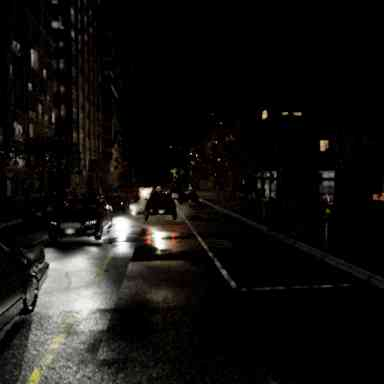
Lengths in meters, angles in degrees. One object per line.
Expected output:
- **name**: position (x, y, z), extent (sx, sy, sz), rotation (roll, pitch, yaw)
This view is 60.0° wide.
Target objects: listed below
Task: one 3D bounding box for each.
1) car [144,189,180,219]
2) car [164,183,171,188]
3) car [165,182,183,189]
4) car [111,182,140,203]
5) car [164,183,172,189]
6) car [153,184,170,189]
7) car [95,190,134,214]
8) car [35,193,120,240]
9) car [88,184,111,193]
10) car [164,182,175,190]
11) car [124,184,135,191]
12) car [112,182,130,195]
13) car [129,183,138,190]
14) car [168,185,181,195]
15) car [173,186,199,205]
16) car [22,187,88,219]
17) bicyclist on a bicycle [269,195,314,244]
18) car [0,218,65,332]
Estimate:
- **car**: position (-1.926, 0.795, 20.344), extent (1.812, 1.442, 4.674), rotation (0, 2, -6)
- **car**: position (-6.893, -1.739, 91.778), extent (1.802, 1.307, 4.206), rotation (-1, 2, -6)
- **car**: position (-2.246, -0.417, 47.765), extent (2.192, 1.841, 5.009), rotation (-1, 2, -6)
- **car**: position (-6.578, 0.002, 34.310), extent (2.150, 2.045, 5.566), rotation (0, 2, -5)
- **car**: position (-6.312, -1.556, 86.277), extent (1.947, 1.339, 4.313), rotation (-1, 2, -6)
- **car**: position (-4.272, 0.026, 42.285), extent (2.033, 1.411, 5.357), rotation (0, 2, -6)
- **car**: position (-5.522, 0.757, 23.913), extent (1.895, 1.301, 4.718), rotation (0, 2, -6)
- **car**: position (-4.473, 1.007, 13.919), extent (2.128, 1.511, 4.902), rotation (0, 2, -6)
- **car**: position (-8.768, 0.401, 29.675), extent (1.967, 1.590, 4.097), rotation (-1, 2, -6)
- **car**: position (-5.154, -1.410, 75.267), extent (2.192, 1.841, 5.009), rotation (-1, 2, -6)
- **car**: position (-12.902, -0.911, 68.908), extent (1.887, 1.381, 4.507), rotation (-1, 2, -6)
- **car**: position (-11.162, -0.545, 52.397), extent (2.192, 1.841, 5.009), rotation (-1, 2, -6)
- **car**: position (-14.048, -1.321, 79.739), extent (1.752, 1.417, 4.829), rotation (-1, 2, -6)
- **car**: position (-2.841, -0.411, 53.443), extent (1.752, 1.417, 4.829), rotation (-1, 2, -6)
- **car**: position (-0.407, 0.440, 30.544), extent (2.008, 1.369, 4.403), rotation (-1, 2, -6)
- **car**: position (-7.697, 0.673, 18.660), extent (2.192, 1.841, 5.009), rotation (-1, 2, -6)
- **bicyclist on a bicycle**: position (3.383, 0.915, 11.541), extent (1.656, 1.620, 0.582), rotation (-9, 3, -6)
- **car**: position (-3.437, 1.413, 4.201), extent (2.033, 1.411, 5.357), rotation (-1, 2, -6)
